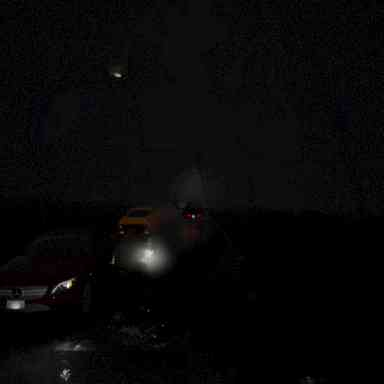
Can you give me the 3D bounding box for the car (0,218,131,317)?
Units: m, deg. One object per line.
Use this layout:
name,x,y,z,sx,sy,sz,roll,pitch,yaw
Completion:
car,-2.834,1.573,7.684,1.812,1.442,4.674,0,0,0

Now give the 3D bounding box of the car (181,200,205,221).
car,0.121,1.721,29.183,1.837,1.490,4.892,0,0,0

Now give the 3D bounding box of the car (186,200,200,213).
car,0.127,1.877,44.195,1.837,1.490,4.892,0,-1,0

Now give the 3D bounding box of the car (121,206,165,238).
car,-2.808,1.601,18.605,1.882,1.535,5.008,0,-1,0

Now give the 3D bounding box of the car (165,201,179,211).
car,-2.803,1.968,46.995,1.994,1.385,4.181,0,-1,0
